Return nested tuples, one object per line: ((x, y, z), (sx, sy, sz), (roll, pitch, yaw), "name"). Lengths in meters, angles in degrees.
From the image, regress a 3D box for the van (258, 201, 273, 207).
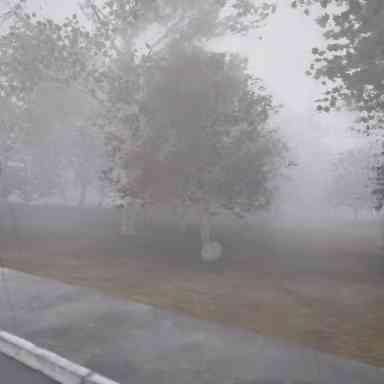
((19.237, 3.508, 90.091), (4.442, 1.987, 1.878), (3, 0, -43), "van")
